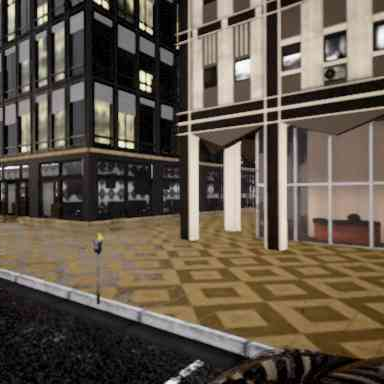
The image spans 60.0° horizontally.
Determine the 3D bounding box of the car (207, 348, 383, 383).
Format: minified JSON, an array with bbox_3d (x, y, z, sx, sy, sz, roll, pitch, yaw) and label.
[{"bbox_3d":[1.849,1.570,1.568,4.313,1.339,1.947,0,0,35],"label":"car"}]
